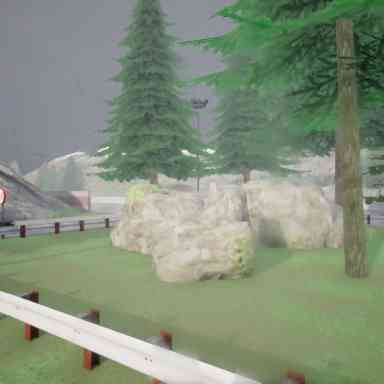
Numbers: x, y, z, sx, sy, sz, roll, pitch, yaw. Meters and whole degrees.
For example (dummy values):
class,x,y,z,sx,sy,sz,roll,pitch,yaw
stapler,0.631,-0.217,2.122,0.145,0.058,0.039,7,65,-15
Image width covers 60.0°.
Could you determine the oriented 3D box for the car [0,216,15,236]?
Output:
class,x,y,z,sx,sy,sz,roll,pitch,yaw
car,-10.840,1.358,15.578,5.357,1.411,2.033,0,0,21
